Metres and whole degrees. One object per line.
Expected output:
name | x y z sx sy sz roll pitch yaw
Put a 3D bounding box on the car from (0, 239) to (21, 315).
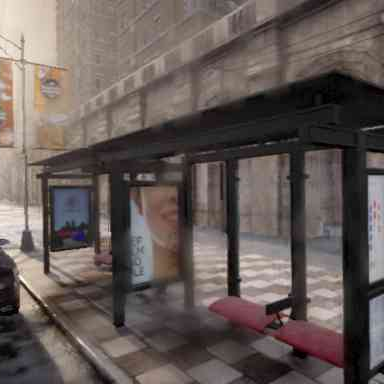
car | -4.793 1.491 6.685 1.837 1.490 4.892 -2 1 -37
